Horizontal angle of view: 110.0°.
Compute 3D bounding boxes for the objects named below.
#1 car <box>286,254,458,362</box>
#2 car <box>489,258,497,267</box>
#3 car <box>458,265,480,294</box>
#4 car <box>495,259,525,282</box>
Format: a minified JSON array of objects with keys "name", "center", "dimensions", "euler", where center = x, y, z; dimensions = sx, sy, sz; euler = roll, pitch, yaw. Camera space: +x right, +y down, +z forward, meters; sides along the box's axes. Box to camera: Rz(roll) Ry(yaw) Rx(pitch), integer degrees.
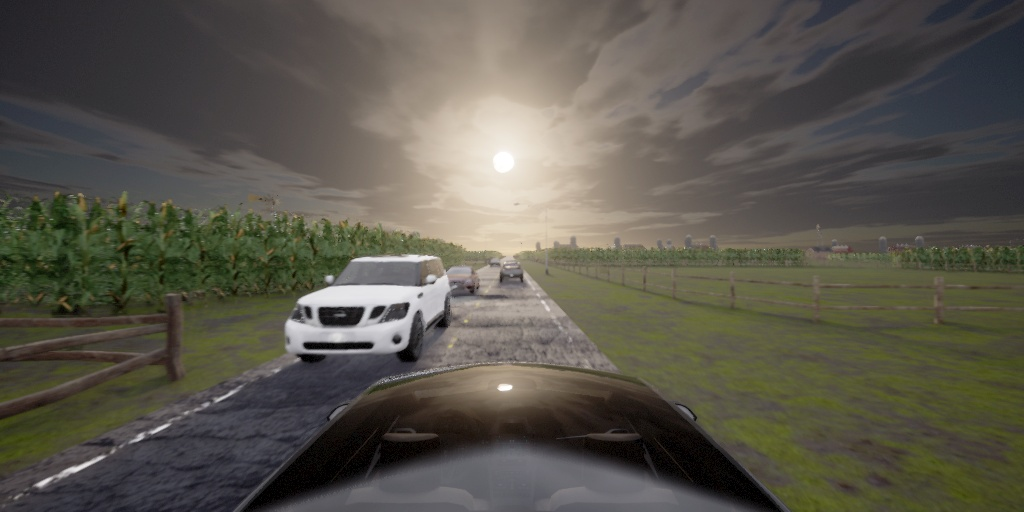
[{"name":"car","center":[-2.866,0.978,8.625],"dimensions":[2.150,2.045,5.566],"euler":[0,0,0]},{"name":"car","center":[-2.969,1.181,64.059],"dimensions":[1.882,1.535,5.008],"euler":[0,0,0]},{"name":"car","center":[-2.888,1.279,20.466],"dimensions":[1.812,1.442,4.674],"euler":[0,0,0]},{"name":"car","center":[-0.018,1.232,28.846],"dimensions":[2.128,1.511,4.902],"euler":[0,0,0]}]
